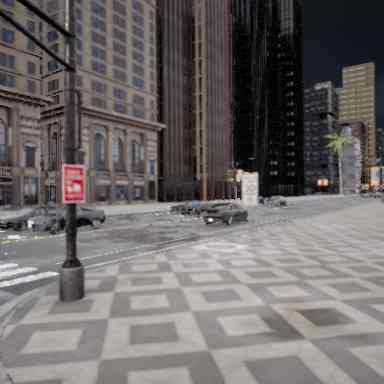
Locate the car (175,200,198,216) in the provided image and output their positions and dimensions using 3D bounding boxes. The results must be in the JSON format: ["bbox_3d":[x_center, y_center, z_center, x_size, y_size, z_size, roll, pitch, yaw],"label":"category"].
[{"bbox_3d":[0.769,1.629,32.205,1.895,1.301,4.718,-1,0,35],"label":"car"}]

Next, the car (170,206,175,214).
[{"bbox_3d":[-0.169,1.600,36.529,2.033,1.411,5.357,-1,0,35],"label":"car"}]

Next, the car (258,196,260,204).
[{"bbox_3d":[9.403,1.258,50.031,1.882,1.535,5.008,-1,0,35],"label":"car"}]

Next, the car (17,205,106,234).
[{"bbox_3d":[-7.547,1.594,20.342,2.128,1.511,4.902,-1,0,35],"label":"car"}]

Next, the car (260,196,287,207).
[{"bbox_3d":[12.082,1.317,48.191,2.097,1.767,4.553,-1,0,35],"label":"car"}]

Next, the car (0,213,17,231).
[{"bbox_3d":[-10.252,1.690,22.142,2.033,1.411,5.357,-1,0,35],"label":"car"}]

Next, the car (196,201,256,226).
[{"bbox_3d":[2.575,1.515,23.288,1.837,1.490,4.892,-1,0,35],"label":"car"}]
